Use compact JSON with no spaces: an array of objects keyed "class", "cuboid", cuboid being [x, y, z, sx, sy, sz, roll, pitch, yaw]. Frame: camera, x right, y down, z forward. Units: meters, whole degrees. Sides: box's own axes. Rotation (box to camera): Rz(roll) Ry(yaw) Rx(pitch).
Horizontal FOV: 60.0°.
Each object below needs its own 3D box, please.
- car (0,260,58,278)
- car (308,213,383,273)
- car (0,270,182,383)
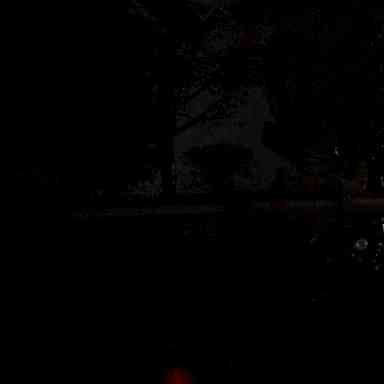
[{"class":"car","cuboid":[-3.678,1.569,3.936,4.313,1.339,1.947,0,0,-35]},{"class":"car","cuboid":[5.491,1.398,10.477,4.097,1.590,1.967,0,0,-36]},{"class":"car","cuboid":[-2.041,1.567,1.923,4.181,1.385,1.994,0,0,-36]}]
